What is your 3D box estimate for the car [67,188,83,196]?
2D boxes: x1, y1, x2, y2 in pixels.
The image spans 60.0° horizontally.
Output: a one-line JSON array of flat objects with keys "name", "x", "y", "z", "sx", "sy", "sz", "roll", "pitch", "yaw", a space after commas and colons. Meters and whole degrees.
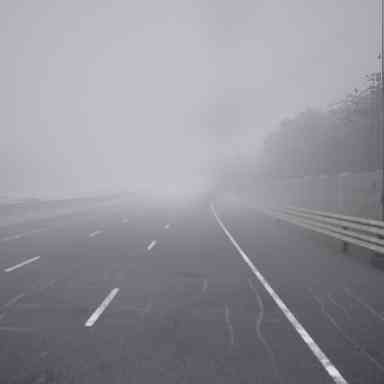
[{"name": "car", "x": -25.175, "y": -0.030, "z": 71.735, "sx": 2.097, "sy": 1.767, "sz": 4.553, "roll": 0, "pitch": 2, "yaw": 0}]

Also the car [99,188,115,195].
[{"name": "car", "x": -18.643, "y": -0.143, "z": 74.994, "sx": 2.097, "sy": 1.767, "sz": 4.553, "roll": 0, "pitch": 2, "yaw": 3}]

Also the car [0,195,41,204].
[{"name": "car", "x": -17.060, "y": 1.257, "z": 33.961, "sx": 1.837, "sy": 1.490, "sz": 4.892, "roll": 0, "pitch": 0, "yaw": 2}]

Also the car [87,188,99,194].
[{"name": "car", "x": -22.100, "y": -0.203, "z": 75.834, "sx": 2.033, "sy": 1.411, "sz": 5.357, "roll": 0, "pitch": 2, "yaw": 3}]

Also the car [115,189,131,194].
[{"name": "car", "x": -15.152, "y": 0.100, "z": 74.742, "sx": 1.895, "sy": 1.301, "sz": 4.718, "roll": 0, "pitch": 2, "yaw": 3}]
